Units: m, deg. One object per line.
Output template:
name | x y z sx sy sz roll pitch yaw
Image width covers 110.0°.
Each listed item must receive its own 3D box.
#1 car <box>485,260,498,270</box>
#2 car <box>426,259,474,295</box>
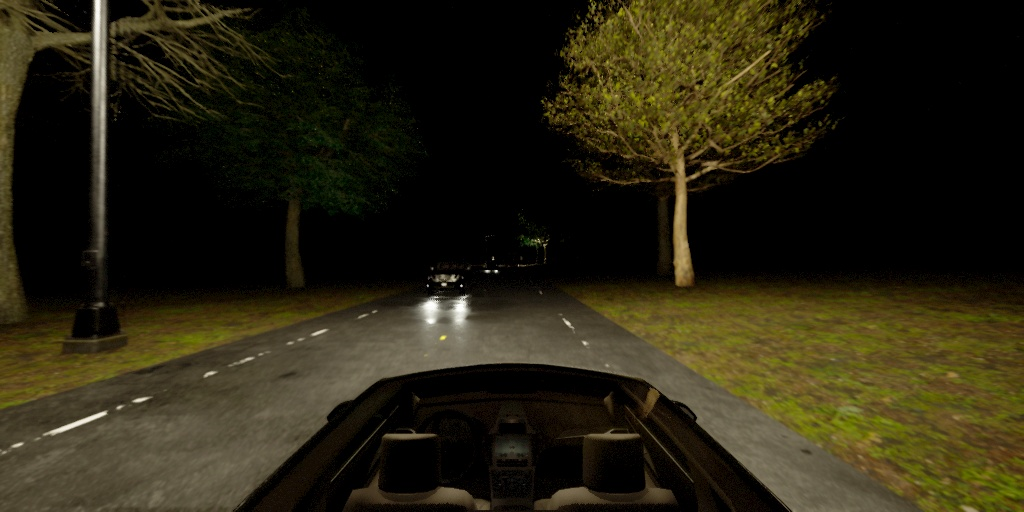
car | -3.543 1.577 63.833 2.097 1.767 4.553 0 0 1
car | -3.604 1.182 21.748 2.150 2.045 5.566 0 -1 0
